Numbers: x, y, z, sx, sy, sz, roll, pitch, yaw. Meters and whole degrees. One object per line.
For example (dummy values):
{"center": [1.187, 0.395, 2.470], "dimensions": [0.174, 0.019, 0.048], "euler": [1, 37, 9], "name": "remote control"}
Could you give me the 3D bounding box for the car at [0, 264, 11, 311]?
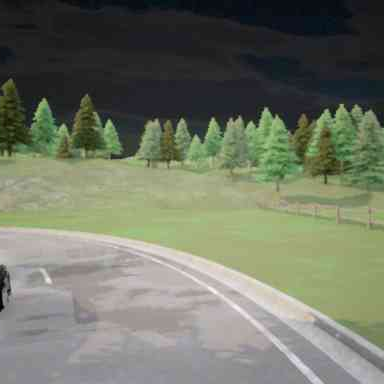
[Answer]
{"center": [-4.288, 1.599, 5.030], "dimensions": [1.994, 1.385, 4.181], "euler": [0, 0, -14], "name": "car"}
